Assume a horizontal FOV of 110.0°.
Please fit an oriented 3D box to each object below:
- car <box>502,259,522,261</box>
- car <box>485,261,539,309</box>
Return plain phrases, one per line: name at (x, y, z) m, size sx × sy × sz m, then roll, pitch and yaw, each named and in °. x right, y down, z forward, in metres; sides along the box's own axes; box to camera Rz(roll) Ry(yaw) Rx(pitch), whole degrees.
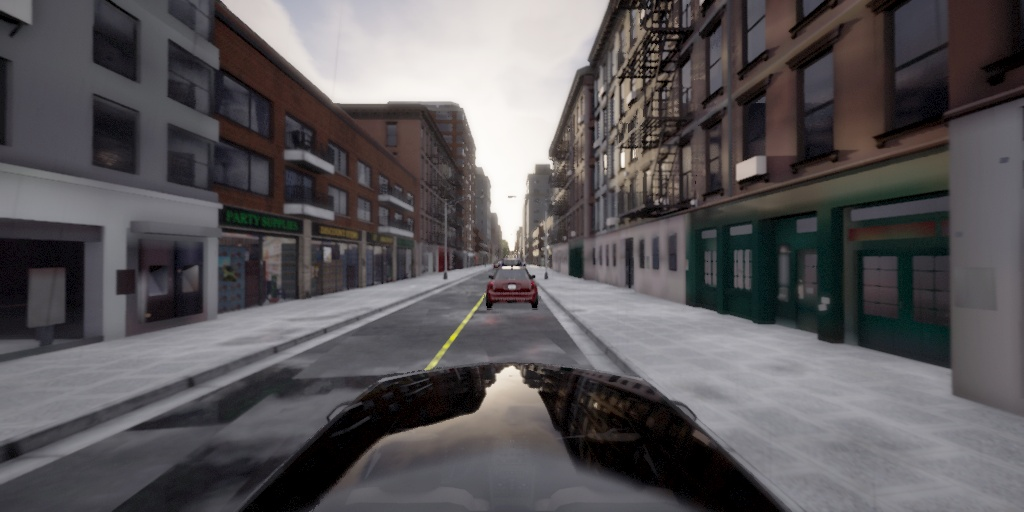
car at (0.008, 1.260, 30.872) m, size 2.150 × 2.045 × 5.566 m, roll 0°, pitch 0°, yaw 0°
car at (0.006, 1.243, 15.929) m, size 2.097 × 1.767 × 4.553 m, roll 0°, pitch -1°, yaw 0°
